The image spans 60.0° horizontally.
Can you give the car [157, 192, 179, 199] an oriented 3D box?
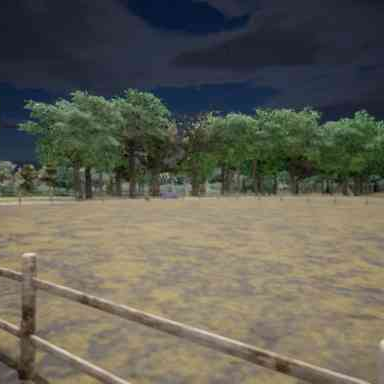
[{"bbox_3d":[-4.474,0.659,61.484,4.181,1.385,1.994,0,0,-38],"label":"car"}]
